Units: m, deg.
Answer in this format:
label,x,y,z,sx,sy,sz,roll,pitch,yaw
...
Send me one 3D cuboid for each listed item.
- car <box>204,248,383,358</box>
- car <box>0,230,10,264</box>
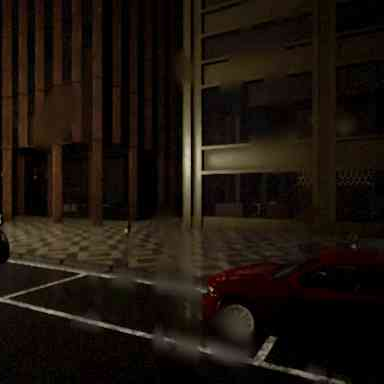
label,x,y,z,sx,sy,sz,roll,pitch,yaw
car,2.356,1.544,5.007,4.507,1.381,1.887,0,0,28
car,-7.669,1.440,10.339,4.097,1.590,1.967,0,0,28
